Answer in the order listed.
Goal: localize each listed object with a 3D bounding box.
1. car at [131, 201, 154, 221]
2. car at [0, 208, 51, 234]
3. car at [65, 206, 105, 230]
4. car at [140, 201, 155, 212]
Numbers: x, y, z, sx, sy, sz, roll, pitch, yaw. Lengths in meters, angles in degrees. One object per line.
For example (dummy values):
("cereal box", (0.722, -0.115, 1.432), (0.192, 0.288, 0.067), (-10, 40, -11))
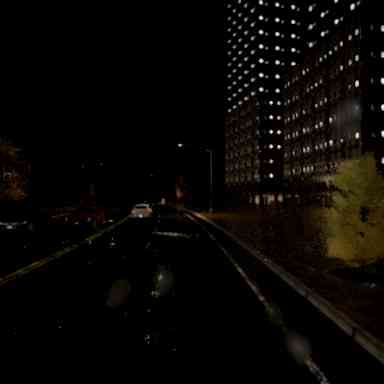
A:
("car", (-4.614, 1.875, 30.939), (1.812, 1.442, 4.674), (0, -1, -5))
("car", (-10.575, 1.780, 21.375), (1.812, 1.442, 4.674), (0, -1, -3))
("car", (-7.446, 1.751, 23.556), (1.882, 1.535, 5.008), (0, -1, -3))
("car", (-6.643, 2.093, 49.160), (2.033, 1.411, 5.357), (0, -1, -8))
